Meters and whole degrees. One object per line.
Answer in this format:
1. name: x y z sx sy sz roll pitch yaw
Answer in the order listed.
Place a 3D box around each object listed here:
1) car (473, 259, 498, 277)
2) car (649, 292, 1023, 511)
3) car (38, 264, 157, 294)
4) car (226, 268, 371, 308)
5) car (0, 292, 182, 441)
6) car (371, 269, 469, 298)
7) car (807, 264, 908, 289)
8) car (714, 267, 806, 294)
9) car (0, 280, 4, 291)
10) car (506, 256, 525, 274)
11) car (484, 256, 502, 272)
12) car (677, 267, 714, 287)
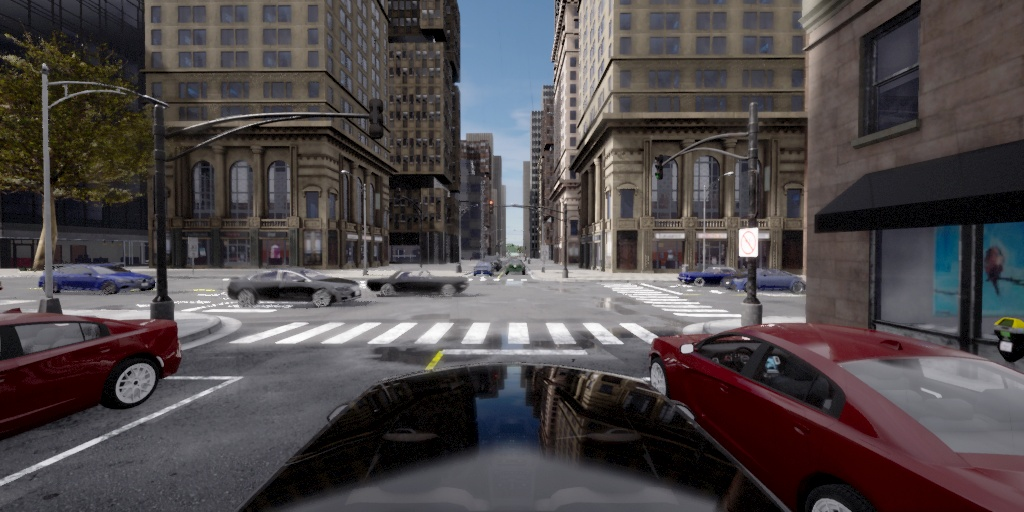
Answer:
1. car: -2.794 1.288 36.185 2.033 1.411 5.357 0 0 0
2. car: 2.771 1.294 3.333 1.888 1.381 4.507 0 0 0
3. car: -20.644 1.139 17.907 4.674 1.442 1.812 1 1 1
4. car: -8.717 1.239 14.547 4.902 1.511 2.128 0 1 0
5. car: -5.755 1.295 3.404 1.888 1.381 4.507 0 0 0
6. car: -4.518 1.320 17.763 4.718 1.301 1.895 0 1 1
7. car: 23.178 1.357 24.202 5.008 1.535 1.882 0 1 0
8. car: 14.643 1.418 21.033 4.181 1.385 1.994 0 1 1
9. car: -24.247 1.232 14.691 4.718 1.301 1.895 0 1 1
10. car: 0.389 1.090 40.445 2.097 1.767 4.553 0 0 1
11. car: -2.695 0.959 46.371 2.150 2.045 5.566 0 0 1
12. car: 13.819 1.400 24.292 4.718 1.301 1.895 0 1 1
